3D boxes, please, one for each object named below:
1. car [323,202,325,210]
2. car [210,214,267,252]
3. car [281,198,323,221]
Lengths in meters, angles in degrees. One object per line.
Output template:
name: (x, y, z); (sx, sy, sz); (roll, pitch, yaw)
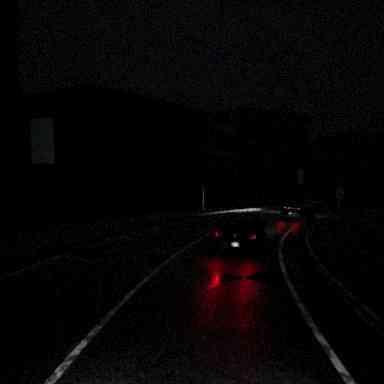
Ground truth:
car: (13.946, 1.496, 39.345); (4.902, 1.511, 2.128); (2, 3, -42)
car: (2.123, 1.552, 13.861); (1.895, 1.301, 4.718); (2, 1, 15)
car: (9.215, 1.532, 28.509); (2.128, 1.511, 4.902); (4, 1, 34)
